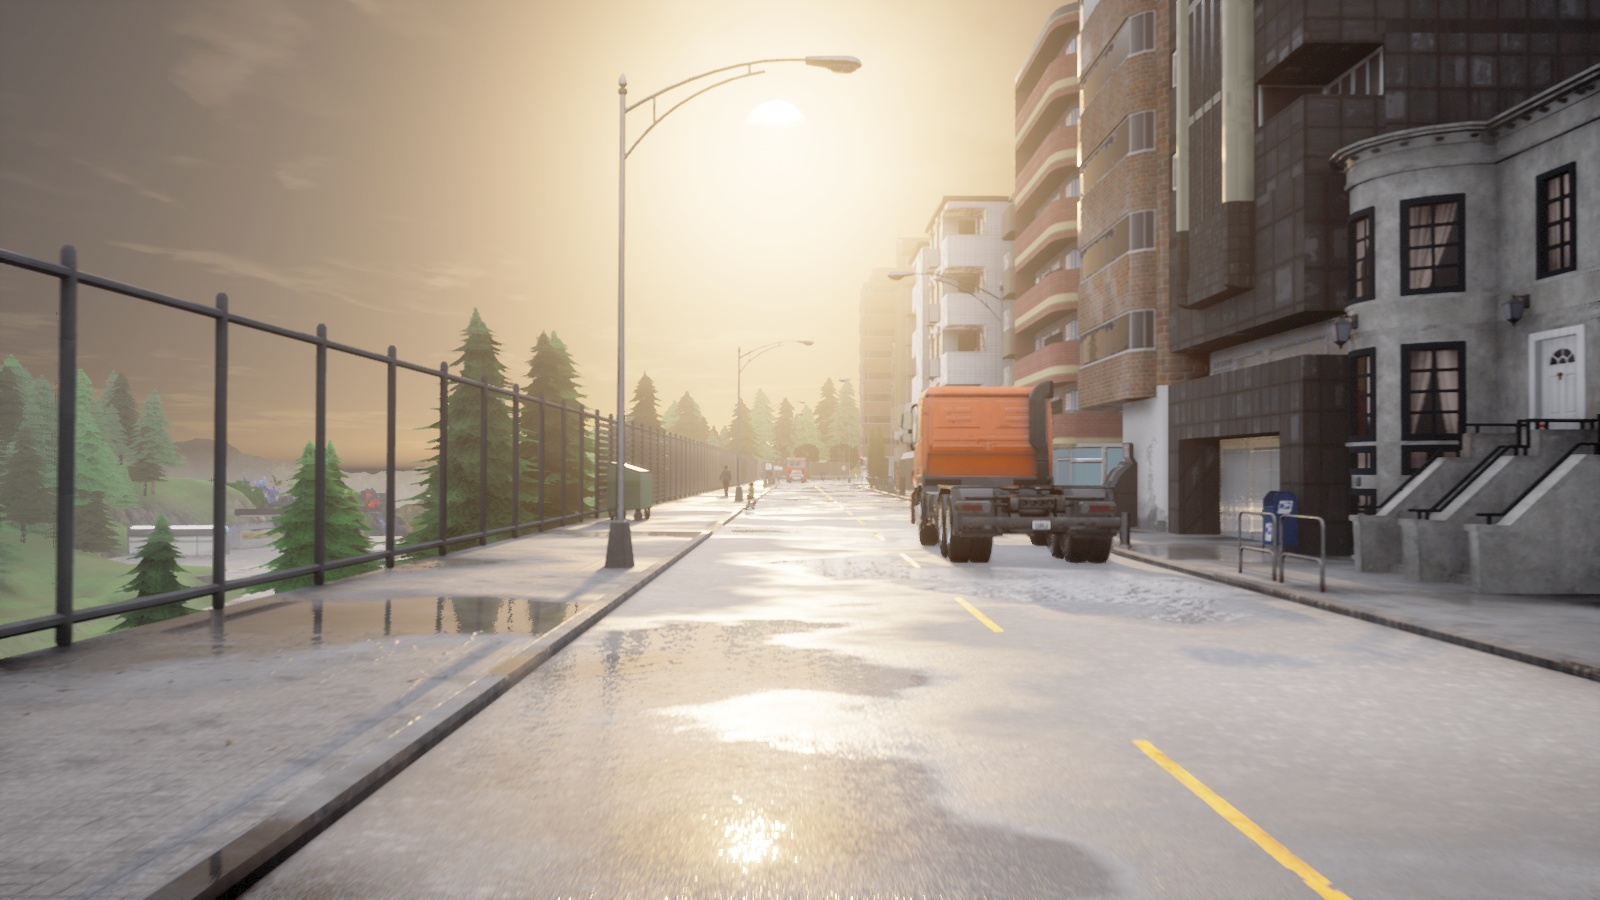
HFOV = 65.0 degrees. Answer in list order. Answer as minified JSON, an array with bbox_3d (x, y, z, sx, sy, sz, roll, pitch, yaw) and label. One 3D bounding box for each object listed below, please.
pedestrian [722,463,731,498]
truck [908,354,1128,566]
[{"bbox_3d":[-4.133,1.724,70.658,0.423,1.949,0.788,0,-1,0],"label":"pedestrian"},{"bbox_3d":[3.926,0.229,24.605,2.891,3.462,7.936,0,-1,0],"label":"truck"}]
